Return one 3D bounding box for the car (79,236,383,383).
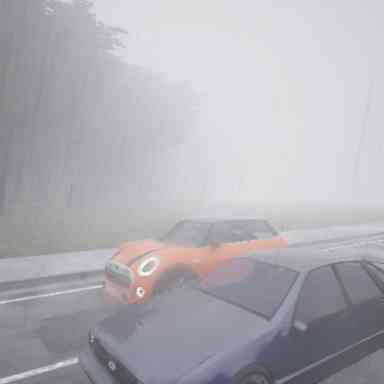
[{"bbox_3d":[1.349,1.567,4.644,5.357,1.411,2.033,0,0,-35],"label":"car"}]

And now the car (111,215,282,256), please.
[{"bbox_3d":[0.278,1.377,7.874,4.553,1.767,2.097,0,0,-35],"label":"car"}]
